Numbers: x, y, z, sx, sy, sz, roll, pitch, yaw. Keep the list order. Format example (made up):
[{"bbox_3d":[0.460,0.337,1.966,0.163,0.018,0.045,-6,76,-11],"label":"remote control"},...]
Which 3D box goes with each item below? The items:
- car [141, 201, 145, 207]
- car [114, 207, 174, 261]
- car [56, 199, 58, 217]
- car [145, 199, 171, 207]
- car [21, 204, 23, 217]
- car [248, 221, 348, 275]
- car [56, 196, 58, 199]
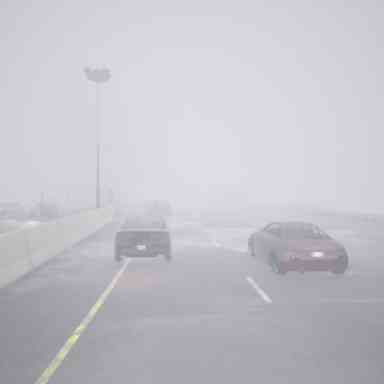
[{"bbox_3d":[-5.643,1.775,44.555,2.033,1.411,5.357,0,0,-15],"label":"car"},{"bbox_3d":[-1.715,1.543,12.589,1.882,1.535,5.008,0,0,-4],"label":"car"},{"bbox_3d":[-13.625,1.676,30.901,2.128,1.511,4.902,0,0,-11],"label":"car"},{"bbox_3d":[-3.381,1.526,34.577,2.097,1.767,4.553,0,0,-12],"label":"car"},{"bbox_3d":[-17.295,1.676,31.512,1.882,1.535,5.008,0,0,-11],"label":"car"},{"bbox_3d":[3.146,1.606,10.659,1.994,1.385,4.181,0,0,-4],"label":"car"},{"bbox_3d":[-29.718,1.533,70.563,2.150,2.045,5.566,0,0,-23],"label":"car"}]
